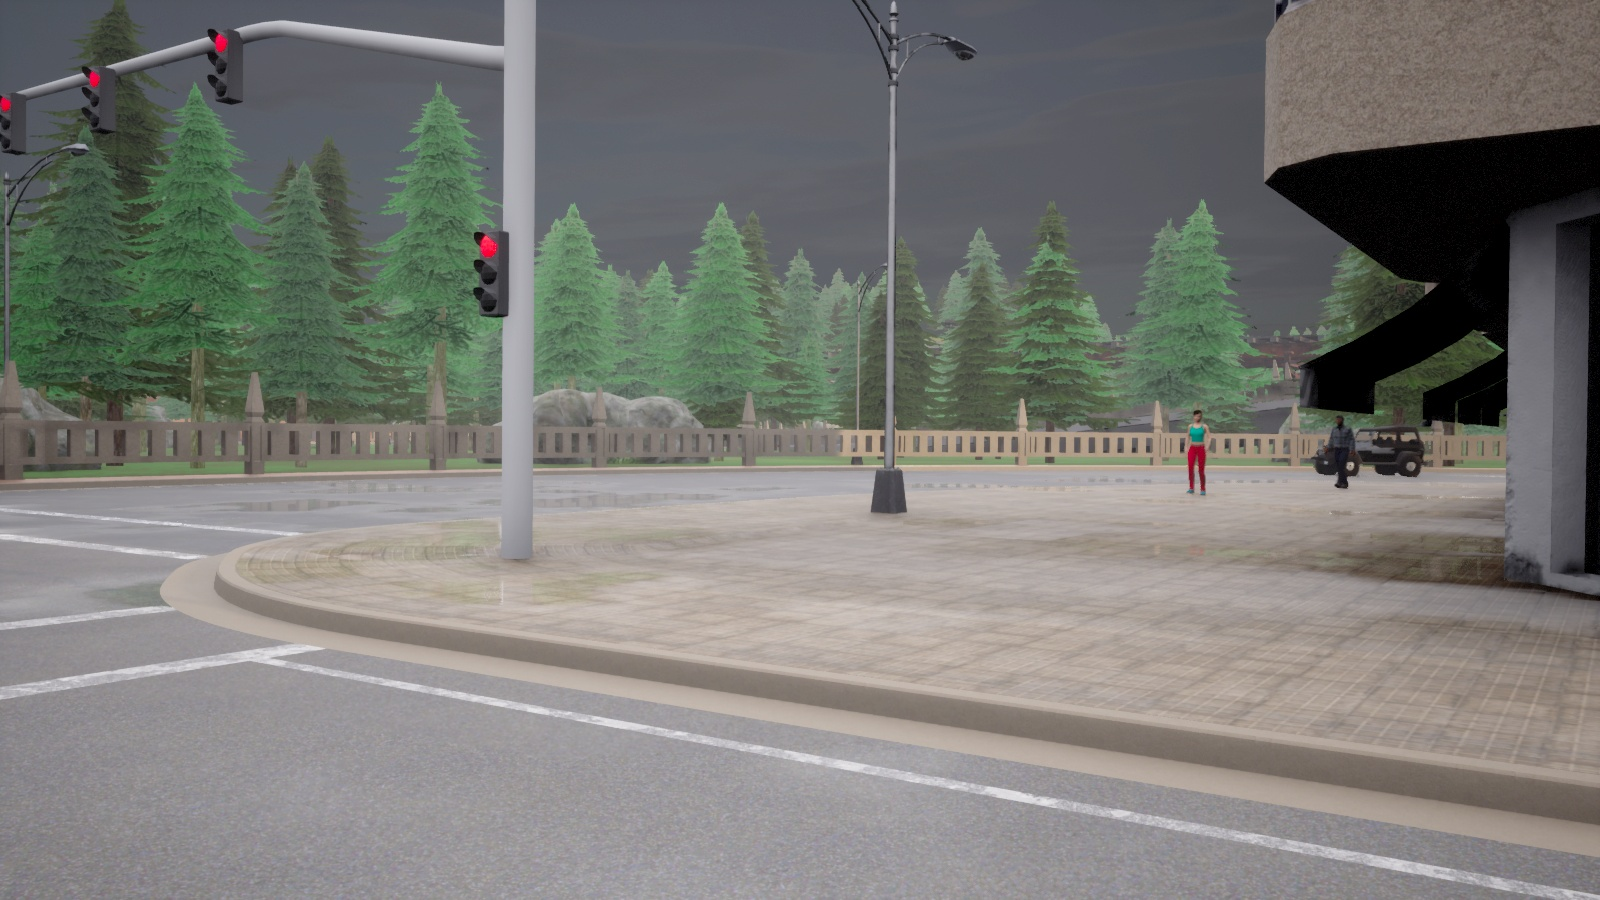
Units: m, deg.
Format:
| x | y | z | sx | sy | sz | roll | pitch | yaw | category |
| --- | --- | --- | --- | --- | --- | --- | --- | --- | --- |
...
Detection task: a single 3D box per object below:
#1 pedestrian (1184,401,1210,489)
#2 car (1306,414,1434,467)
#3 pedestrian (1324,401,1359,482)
| x | y | z | sx | sy | sz | roll | pitch | yaw | category |
| --- | --- | --- | --- | --- | --- | --- | --- | --- | --- |
| 8.464 | -0.110 | 26.775 | 0.345 | 1.836 | 0.594 | 0 | 1 | 35 | pedestrian |
| 21.084 | -0.354 | 46.531 | 3.866 | 1.878 | 1.905 | -1 | 1 | -4 | car |
| 13.186 | -0.207 | 30.582 | 0.788 | 1.949 | 0.423 | -1 | 1 | -34 | pedestrian |
